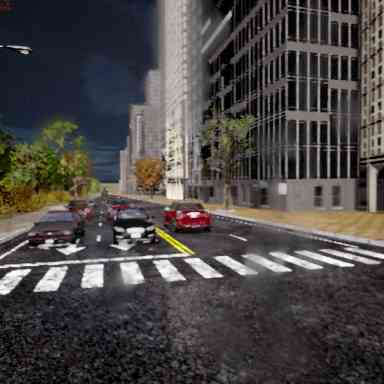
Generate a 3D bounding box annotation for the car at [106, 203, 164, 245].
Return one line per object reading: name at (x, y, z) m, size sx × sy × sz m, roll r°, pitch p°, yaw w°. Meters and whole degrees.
car at (-2.919, 1.508, 15.915) m, size 2.128 × 1.511 × 4.902 m, roll -1°, pitch 0°, yaw -15°

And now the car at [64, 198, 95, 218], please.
car at (-9.267, 1.437, 27.153) m, size 2.097 × 1.767 × 4.553 m, roll -1°, pitch 0°, yaw -15°

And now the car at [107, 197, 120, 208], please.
car at (-11.697, 1.579, 49.240) m, size 1.837 × 1.490 × 4.892 m, roll -1°, pitch 0°, yaw -14°

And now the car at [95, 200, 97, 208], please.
car at (-14.837, 1.611, 48.403) m, size 2.128 × 1.511 × 4.902 m, roll -1°, pitch 0°, yaw -14°

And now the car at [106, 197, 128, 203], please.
car at (-6.012, 1.387, 27.550) m, size 2.097 × 1.767 × 4.553 m, roll -1°, pitch 0°, yaw -15°

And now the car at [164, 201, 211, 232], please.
car at (-0.454, 1.324, 20.047) m, size 2.097 × 1.767 × 4.553 m, roll -1°, pitch 0°, yaw -15°

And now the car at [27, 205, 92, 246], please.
car at (-6.308, 1.612, 16.107) m, size 2.033 × 1.411 × 5.357 m, roll -1°, pitch 0°, yaw -11°
